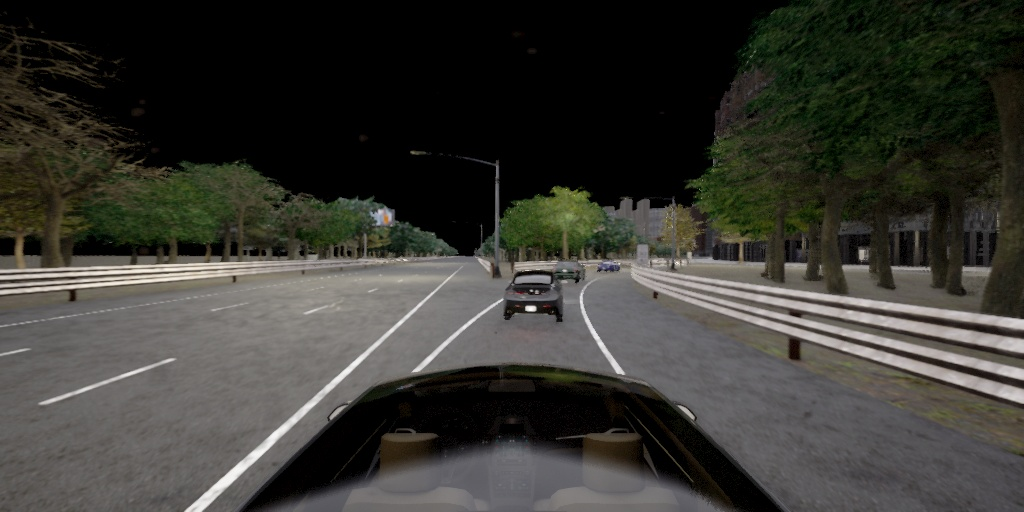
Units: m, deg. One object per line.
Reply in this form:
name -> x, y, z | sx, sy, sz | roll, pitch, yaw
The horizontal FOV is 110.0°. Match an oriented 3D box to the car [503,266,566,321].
car -> 0.876, 1.250, 12.615 | 1.837, 1.490, 4.892 | 0, 0, 8

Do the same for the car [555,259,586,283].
car -> 4.512, 1.100, 28.096 | 2.097, 1.767, 4.553 | 1, 0, 19

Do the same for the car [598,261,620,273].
car -> 12.065, 1.285, 44.473 | 1.812, 1.442, 4.674 | 0, 0, 31
